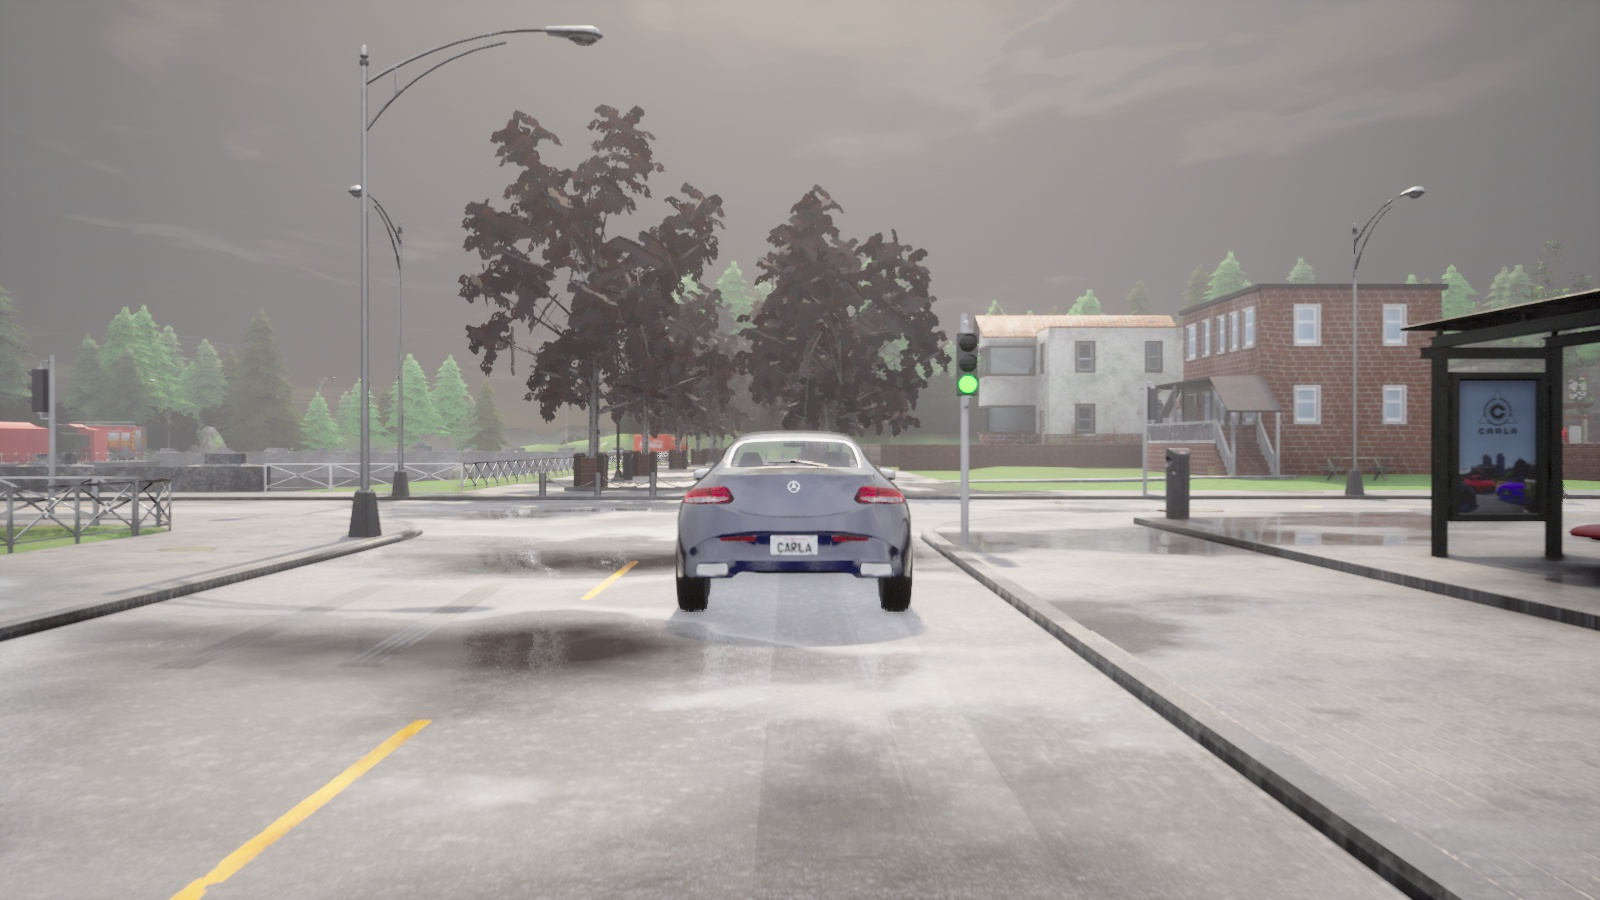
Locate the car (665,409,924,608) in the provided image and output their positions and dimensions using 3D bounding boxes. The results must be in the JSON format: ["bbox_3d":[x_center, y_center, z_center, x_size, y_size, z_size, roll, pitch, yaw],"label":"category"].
[{"bbox_3d":[-0.055,0.473,12.931,2.152,1.651,5.027,0,0,0],"label":"car"}]

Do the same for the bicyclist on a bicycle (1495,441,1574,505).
[{"bbox_3d":[18.690,0.567,31.975,1.509,1.612,0.866,0,0,0],"label":"bicyclist on a bicycle"}]
